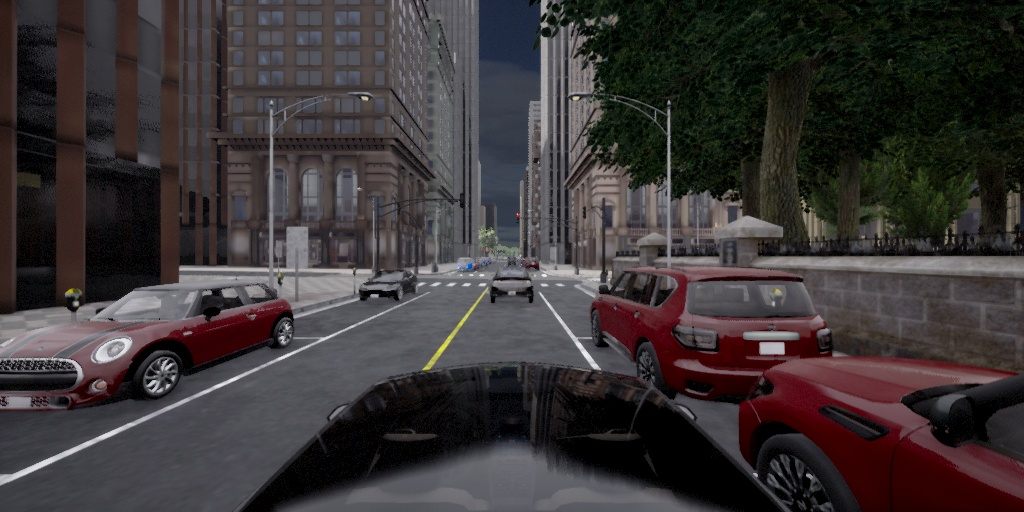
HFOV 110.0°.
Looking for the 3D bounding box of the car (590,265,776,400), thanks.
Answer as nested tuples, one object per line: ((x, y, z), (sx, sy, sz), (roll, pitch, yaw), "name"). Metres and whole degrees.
((2.763, 1.063, 6.198), (2.192, 1.841, 5.009), (0, 0, 0), "car")

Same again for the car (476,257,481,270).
((-5.762, 1.188, 49.333), (1.967, 1.591, 4.097), (0, 0, 0), "car")

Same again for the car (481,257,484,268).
((-5.762, 1.298, 54.773), (1.888, 1.381, 4.507), (0, 0, 0), "car")

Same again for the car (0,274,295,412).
((-5.762, 1.188, 6.187), (1.967, 1.591, 4.097), (0, 0, 0), "car")

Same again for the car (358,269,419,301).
((-5.762, 1.309, 17.235), (1.948, 1.339, 4.313), (0, 0, 0), "car")

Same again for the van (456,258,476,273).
((-5.762, 1.085, 43.892), (1.690, 1.789, 3.998), (0, 0, 0), "van")

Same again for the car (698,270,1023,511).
((2.763, 1.063, 0.673), (2.192, 1.841, 5.009), (0, 0, 0), "car")

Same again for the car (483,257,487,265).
((-5.762, 1.324, 60.215), (1.948, 1.339, 4.313), (0, 0, 0), "car")

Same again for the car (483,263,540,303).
((0.000, 1.240, 16.500), (2.128, 1.511, 4.902), (0, 0, 0), "car")

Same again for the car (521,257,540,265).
((2.763, 1.063, 49.341), (2.192, 1.841, 5.009), (0, 0, 0), "car")
